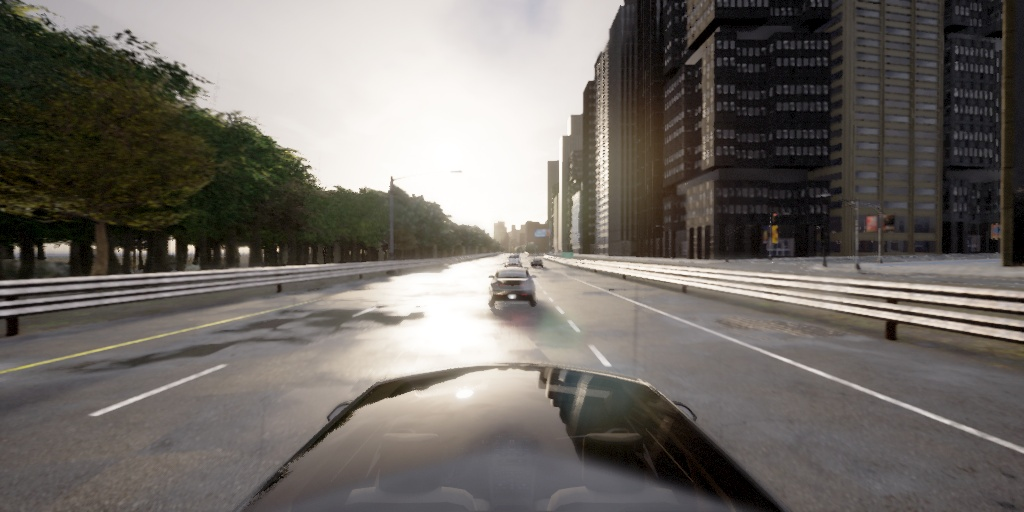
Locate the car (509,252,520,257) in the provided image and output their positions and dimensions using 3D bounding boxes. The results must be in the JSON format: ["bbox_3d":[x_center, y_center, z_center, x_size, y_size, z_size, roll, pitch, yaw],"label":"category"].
[{"bbox_3d":[0.359,0.787,60.048,2.150,2.045,5.566,0,0,1],"label":"car"}]

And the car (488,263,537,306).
[{"bbox_3d":[0.020,1.243,15.668,1.837,1.490,4.892,0,0,0],"label":"car"}]

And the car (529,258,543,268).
[{"bbox_3d":[3.940,1.083,58.348,1.837,1.490,4.892,0,1,1],"label":"car"}]

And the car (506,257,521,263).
[{"bbox_3d":[0.136,1.151,37.656,2.128,1.511,4.902,0,0,0],"label":"car"}]
